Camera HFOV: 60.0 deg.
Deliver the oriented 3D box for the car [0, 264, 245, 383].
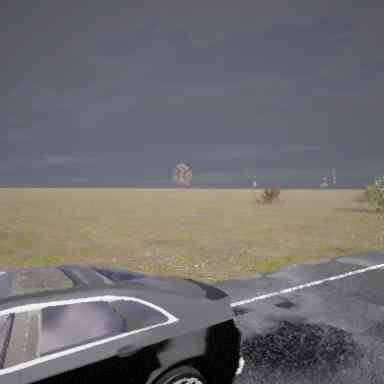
[{"bbox_3d":[-1.752,1.491,2.741,4.902,1.511,2.128,0,0,-35],"label":"car"}]
